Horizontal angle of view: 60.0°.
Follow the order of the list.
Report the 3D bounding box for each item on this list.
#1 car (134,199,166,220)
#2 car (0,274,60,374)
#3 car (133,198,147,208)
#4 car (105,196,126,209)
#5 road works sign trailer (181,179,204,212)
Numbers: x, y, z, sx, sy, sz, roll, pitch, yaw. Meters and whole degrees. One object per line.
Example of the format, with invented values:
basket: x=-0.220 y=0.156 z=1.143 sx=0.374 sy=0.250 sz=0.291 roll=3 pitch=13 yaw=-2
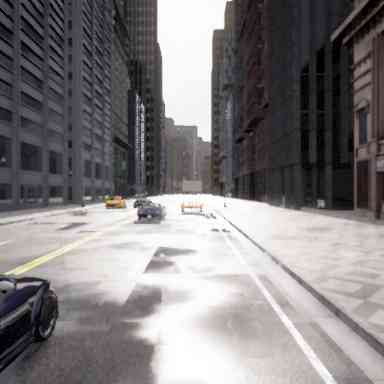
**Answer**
car: x=-3.148 y=1.513 z=26.801 sx=1.895 sy=1.301 sz=4.718 roll=0 pitch=0 yaw=0
car: x=-3.150 y=1.549 z=3.753 sx=1.994 sy=1.385 sz=4.181 roll=0 pitch=0 yaw=0
car: x=-6.580 y=1.445 z=44.333 sx=1.994 sy=1.385 sz=4.181 roll=0 pitch=0 yaw=0
car: x=-9.833 y=1.360 z=43.077 sx=1.882 sy=1.535 sz=5.008 roll=0 pitch=0 yaw=0
road works sign trailer: x=0.002 y=0.354 z=36.958 sx=2.380 sy=3.560 sz=2.880 roll=0 pitch=0 yaw=0
